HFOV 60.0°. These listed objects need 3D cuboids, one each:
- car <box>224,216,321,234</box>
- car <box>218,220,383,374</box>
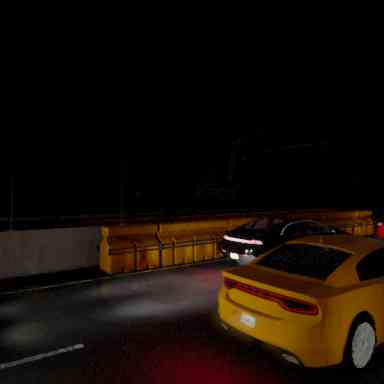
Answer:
[{"bbox_3d":[3.096,1.491,10.257,4.902,1.511,2.128,0,0,-36],"label":"car"},{"bbox_3d":[2.726,1.478,5.694,5.008,1.535,1.882,0,0,-36],"label":"car"}]
